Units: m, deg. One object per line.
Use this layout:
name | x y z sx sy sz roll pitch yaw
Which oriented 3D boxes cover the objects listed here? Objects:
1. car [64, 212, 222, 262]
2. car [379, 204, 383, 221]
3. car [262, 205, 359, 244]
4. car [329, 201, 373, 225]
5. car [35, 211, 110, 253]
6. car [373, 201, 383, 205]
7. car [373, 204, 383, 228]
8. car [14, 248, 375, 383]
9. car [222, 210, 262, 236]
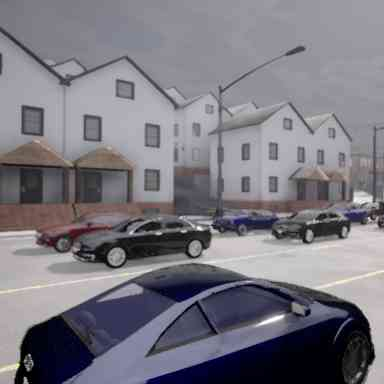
car | -1.530 1.546 11.440 4.892 1.490 1.837 1 0 -35
car | 18.903 1.794 29.928 4.674 1.442 1.812 1 0 -35
car | 6.059 1.623 16.736 4.892 1.490 1.837 1 0 -35
car | 10.841 1.538 24.337 4.553 1.767 2.097 1 0 -35
car | -4.015 1.561 13.977 4.674 1.442 1.812 1 0 -36
car | 14.691 1.467 26.921 4.674 1.442 1.812 1 0 -35
car | 14.495 1.729 22.623 4.674 1.442 1.812 1 0 -34
car | 0.288 1.583 3.898 4.181 1.385 1.994 1 0 -35
car | 3.443 1.712 19.179 4.718 1.301 1.895 1 0 -35
